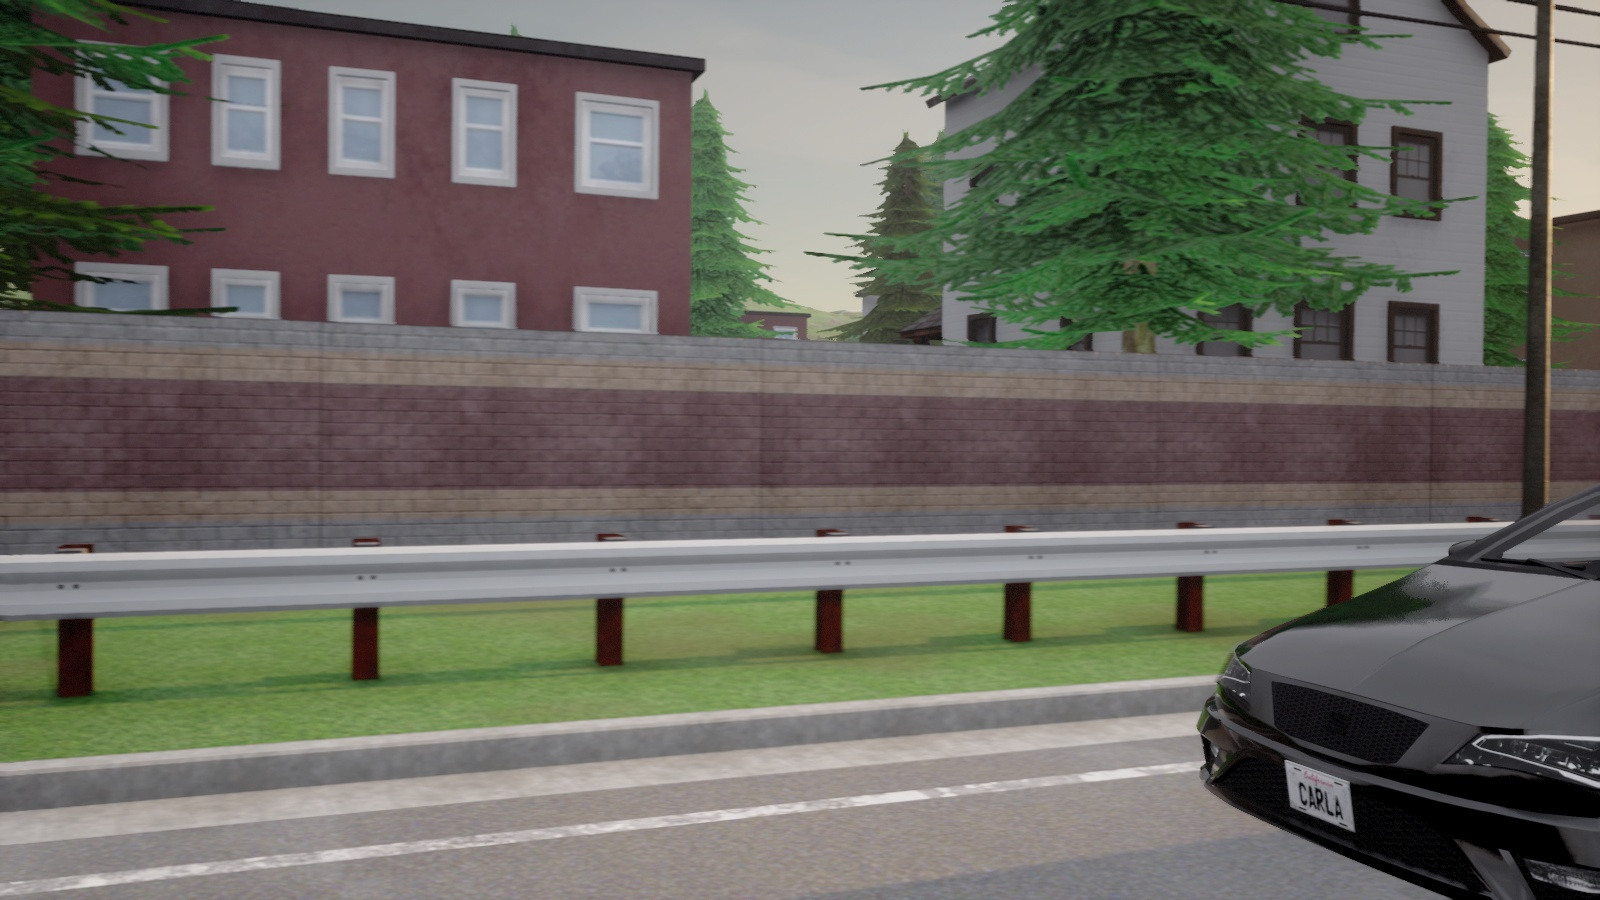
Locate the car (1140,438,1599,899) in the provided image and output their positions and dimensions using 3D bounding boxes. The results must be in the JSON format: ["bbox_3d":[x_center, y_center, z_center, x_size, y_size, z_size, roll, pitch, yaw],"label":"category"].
[{"bbox_3d":[3.557,0.698,4.589,4.193,1.474,1.816,-1,1,-21],"label":"car"}]
